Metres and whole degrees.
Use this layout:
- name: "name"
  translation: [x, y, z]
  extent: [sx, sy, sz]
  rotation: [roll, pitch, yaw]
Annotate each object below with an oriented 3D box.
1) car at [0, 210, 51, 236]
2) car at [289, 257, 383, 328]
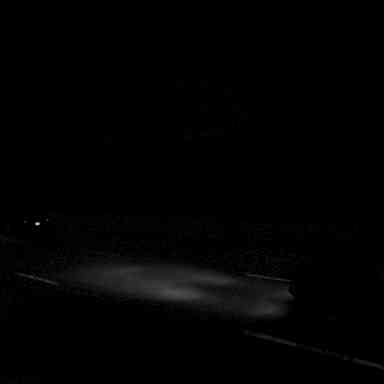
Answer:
- name: "car"
  translation: [-10.374, 1.801, 19.988]
  extent: [4.181, 1.385, 1.994]
  rotation: [-1, -1, 35]
- name: "car"
  translation: [4.094, 1.599, 5.372]
  extent: [4.718, 1.301, 1.895]
  rotation: [-1, 0, 35]
